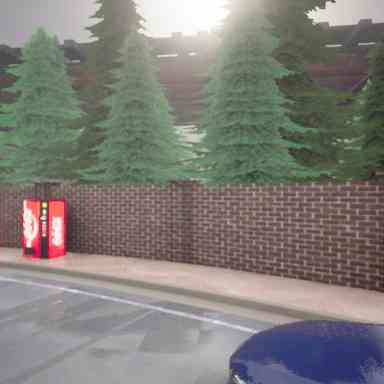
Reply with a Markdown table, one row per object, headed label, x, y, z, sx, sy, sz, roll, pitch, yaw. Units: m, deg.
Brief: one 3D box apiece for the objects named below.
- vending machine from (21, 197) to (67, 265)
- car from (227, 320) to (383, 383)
| label | x | y | z | sx | sy | sz | roll | pitch | yaw |
| --- | --- | --- | --- | --- | --- | --- | --- | --- | --- |
| vending machine | -4.883 | 1.227 | 11.017 | 0.880 | 2.100 | 1.100 | 0 | 0 | 23 |
| car | 2.349 | 1.524 | 1.917 | 4.674 | 1.442 | 1.812 | 0 | -1 | 40 |
